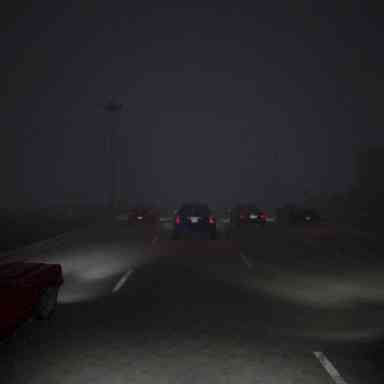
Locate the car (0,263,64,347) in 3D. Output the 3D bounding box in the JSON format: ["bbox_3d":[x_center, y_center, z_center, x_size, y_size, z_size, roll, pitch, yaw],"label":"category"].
[{"bbox_3d":[-3.398,1.595,4.328,1.895,1.301,4.718,0,0,0],"label":"car"}]

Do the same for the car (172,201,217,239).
[{"bbox_3d":[0.107,1.333,17.474,2.097,1.767,4.553,0,0,0],"label":"car"}]

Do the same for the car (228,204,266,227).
[{"bbox_3d":[3.606,1.521,22.352,2.033,1.411,5.357,0,0,0],"label":"car"}]

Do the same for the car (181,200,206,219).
[{"bbox_3d":[0.107,1.512,29.536,2.033,1.411,5.357,0,0,0],"label":"car"}]

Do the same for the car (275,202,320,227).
[{"bbox_3d":[7.106,1.450,22.848,1.882,1.535,5.008,0,0,0],"label":"car"}]

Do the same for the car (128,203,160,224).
[{"bbox_3d":[-3.396,1.497,24.097,1.812,1.442,4.674,0,0,0],"label":"car"}]
